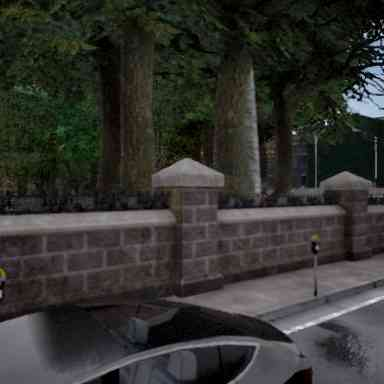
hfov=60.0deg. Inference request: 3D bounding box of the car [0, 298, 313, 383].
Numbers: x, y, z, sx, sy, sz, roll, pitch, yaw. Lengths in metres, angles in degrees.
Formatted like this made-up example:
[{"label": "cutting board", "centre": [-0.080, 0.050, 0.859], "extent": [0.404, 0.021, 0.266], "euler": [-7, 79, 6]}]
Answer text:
[{"label": "car", "centre": [-1.016, 1.569, 2.094], "extent": [4.313, 1.339, 1.947], "euler": [1, -1, -36]}]
